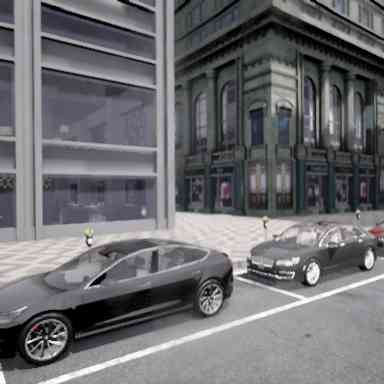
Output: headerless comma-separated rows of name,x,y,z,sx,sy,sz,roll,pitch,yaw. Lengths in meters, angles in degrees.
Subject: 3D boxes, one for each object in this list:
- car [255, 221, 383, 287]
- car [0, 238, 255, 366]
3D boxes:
car,3.402,1.510,9.100,4.403,1.369,2.008,0,0,-36
car,-1.179,1.554,5.817,4.313,1.339,1.947,0,0,-36
